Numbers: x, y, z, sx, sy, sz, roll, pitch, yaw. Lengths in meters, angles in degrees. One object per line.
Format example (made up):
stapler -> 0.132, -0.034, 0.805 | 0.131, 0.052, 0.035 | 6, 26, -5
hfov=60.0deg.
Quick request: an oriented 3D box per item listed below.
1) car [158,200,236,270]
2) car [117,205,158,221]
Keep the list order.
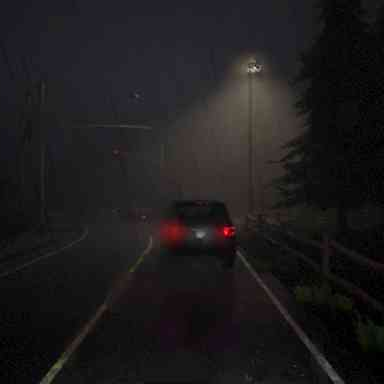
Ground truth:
car -> 0.010, 1.278, 11.475 | 2.150, 2.045, 5.566 | 0, -1, -5
car -> -5.064, 1.770, 29.344 | 1.895, 1.301, 4.718 | 0, 0, -30
